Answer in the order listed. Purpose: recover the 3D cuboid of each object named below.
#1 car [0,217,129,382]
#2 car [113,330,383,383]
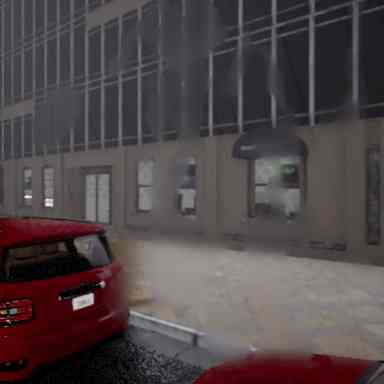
[{"bbox_3d":[-3.166,1.315,5.138,5.009,1.841,2.192,0,0,36],"label":"car"},{"bbox_3d":[1.748,1.583,1.629,4.206,1.307,1.802,0,0,36],"label":"car"}]
